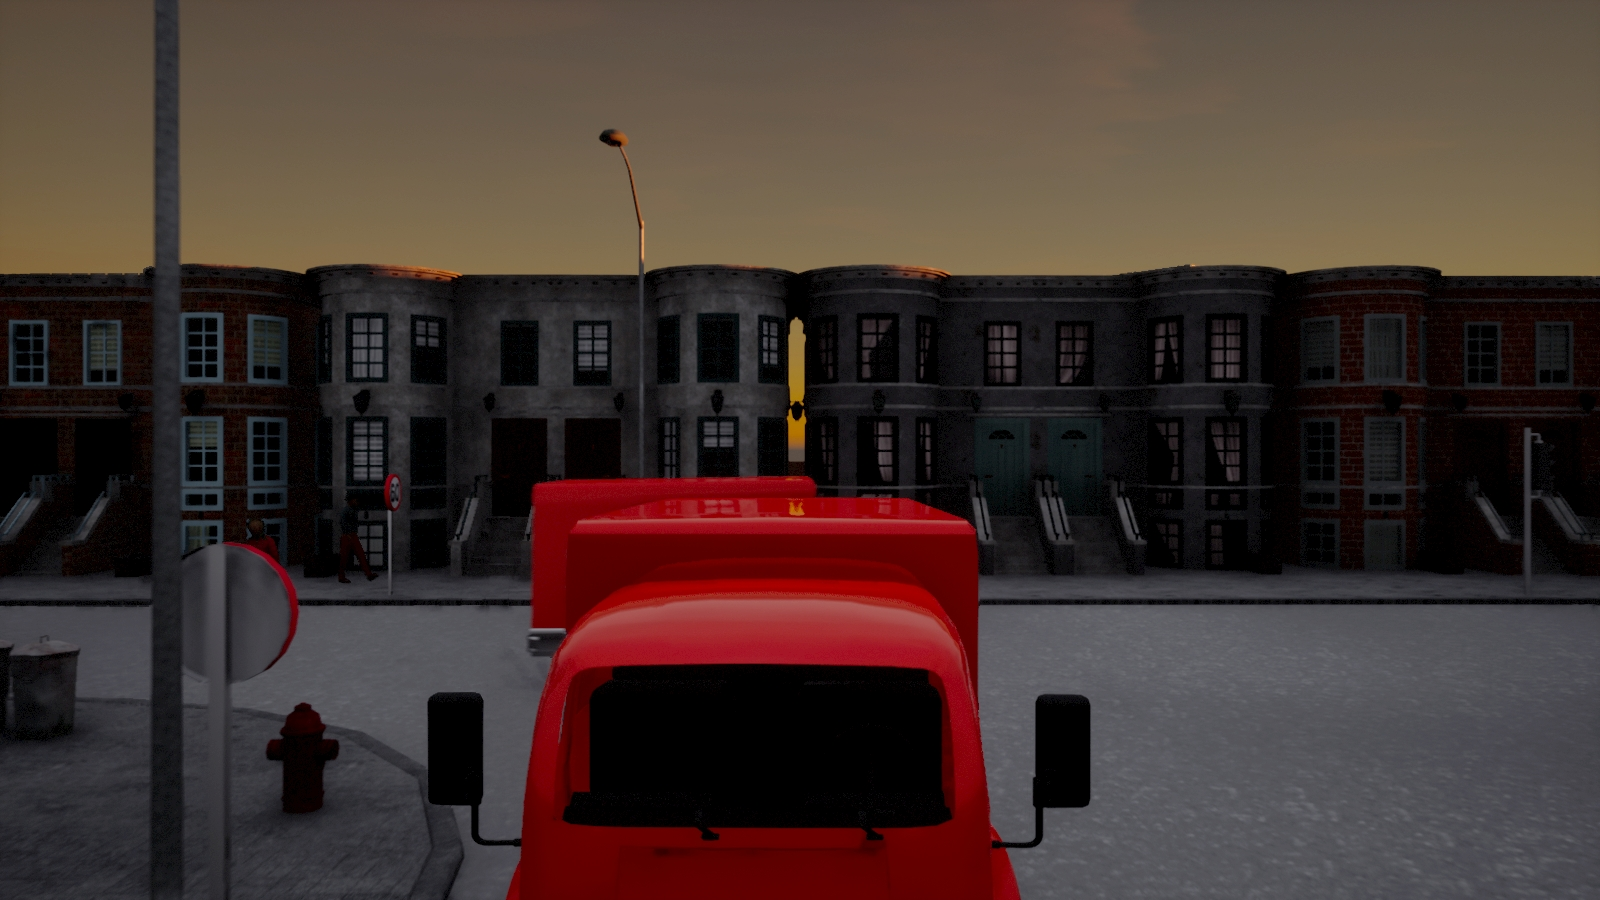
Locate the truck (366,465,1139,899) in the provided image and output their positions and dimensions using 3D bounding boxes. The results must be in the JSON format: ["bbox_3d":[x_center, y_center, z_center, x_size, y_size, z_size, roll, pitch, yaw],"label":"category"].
[{"bbox_3d":[-0.135,1.349,6.484,2.627,2.467,5.204,0,0,1],"label":"truck"}]

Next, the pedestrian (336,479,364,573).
[{"bbox_3d":[-9.041,1.528,22.979,0.375,1.860,0.375,0,0,14],"label":"pedestrian"}]

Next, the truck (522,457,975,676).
[{"bbox_3d":[-0.602,1.356,14.514,5.204,2.467,2.627,0,0,0],"label":"truck"}]

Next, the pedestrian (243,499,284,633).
[{"bbox_3d":[-7.605,1.631,16.204,0.375,1.860,0.375,0,0,9],"label":"pedestrian"}]
